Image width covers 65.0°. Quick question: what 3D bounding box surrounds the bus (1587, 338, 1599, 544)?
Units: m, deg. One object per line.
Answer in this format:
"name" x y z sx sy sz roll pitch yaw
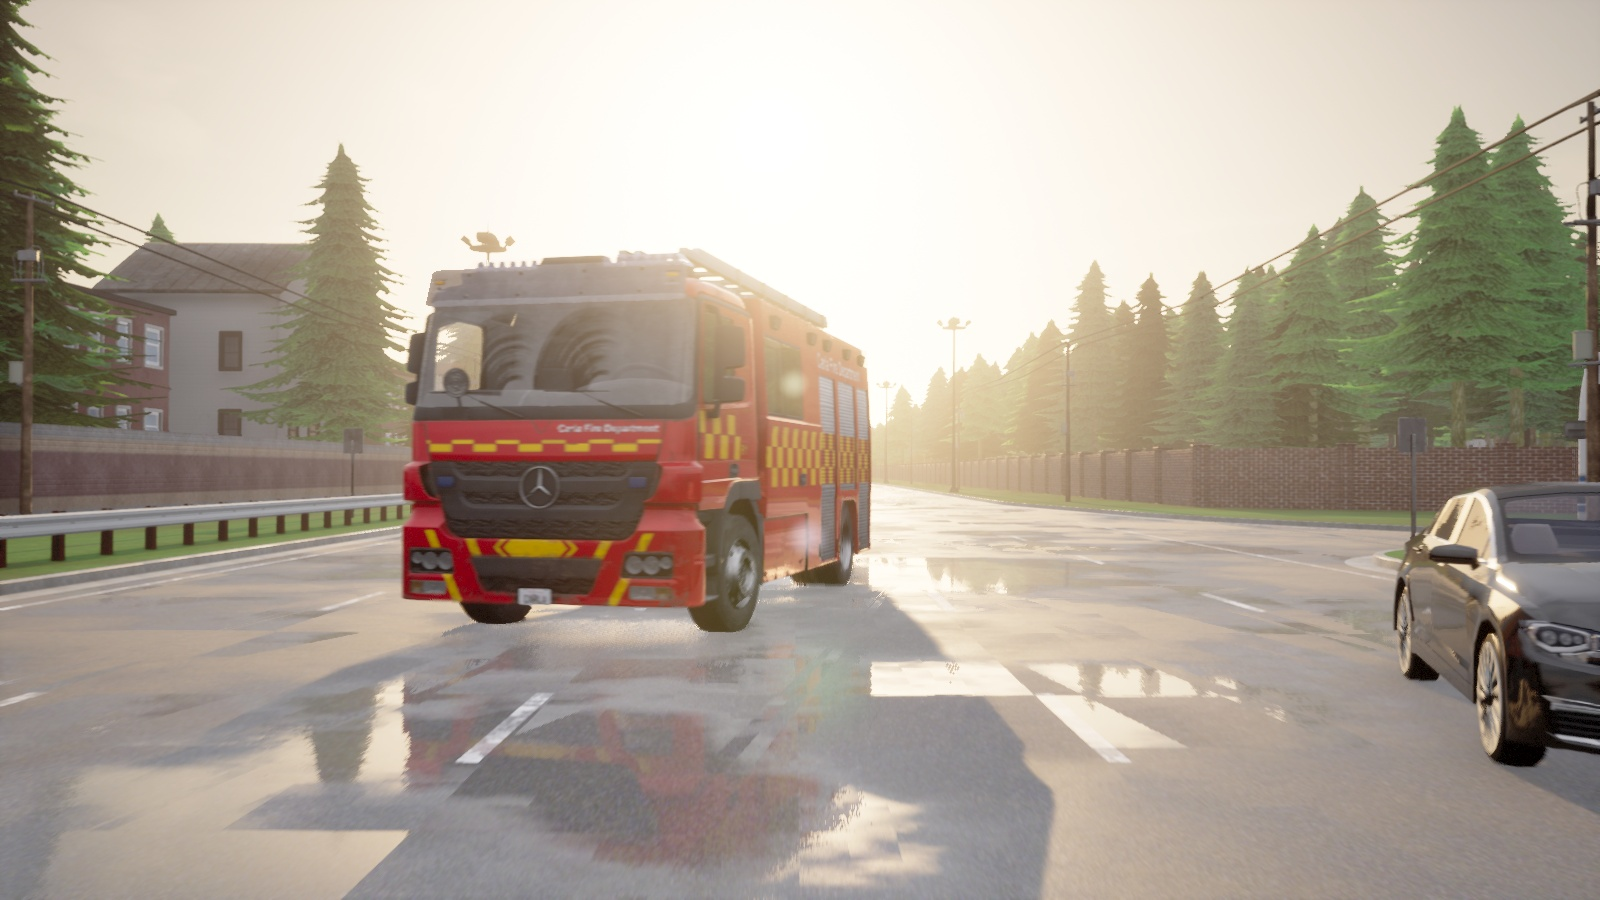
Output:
"bus" 21.220 -0.254 23.486 3.944 4.253 10.273 0 -1 -42

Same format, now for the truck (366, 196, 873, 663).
"truck" -1.365 -0.098 14.748 2.891 3.827 8.468 -1 -1 14

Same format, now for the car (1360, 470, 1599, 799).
"car" 5.011 0.884 7.942 2.128 1.511 4.902 -1 -1 17
